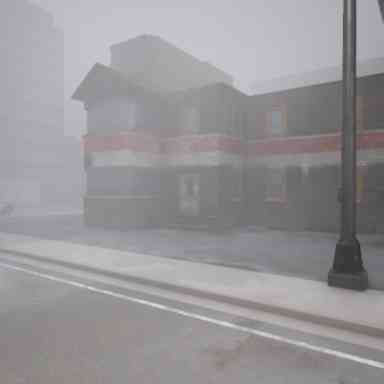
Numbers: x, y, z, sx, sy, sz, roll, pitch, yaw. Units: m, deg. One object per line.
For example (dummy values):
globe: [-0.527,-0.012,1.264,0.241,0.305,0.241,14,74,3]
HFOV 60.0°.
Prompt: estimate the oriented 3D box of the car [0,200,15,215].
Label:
car: [-17.724,1.277,28.287,2.038,1.542,4.974,0,0,15]

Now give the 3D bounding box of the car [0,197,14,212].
car: [-17.709,1.119,28.336,1.853,1.218,4.536,0,0,15]
